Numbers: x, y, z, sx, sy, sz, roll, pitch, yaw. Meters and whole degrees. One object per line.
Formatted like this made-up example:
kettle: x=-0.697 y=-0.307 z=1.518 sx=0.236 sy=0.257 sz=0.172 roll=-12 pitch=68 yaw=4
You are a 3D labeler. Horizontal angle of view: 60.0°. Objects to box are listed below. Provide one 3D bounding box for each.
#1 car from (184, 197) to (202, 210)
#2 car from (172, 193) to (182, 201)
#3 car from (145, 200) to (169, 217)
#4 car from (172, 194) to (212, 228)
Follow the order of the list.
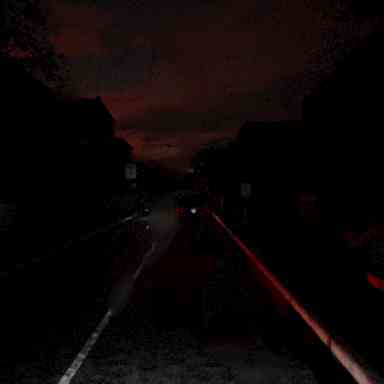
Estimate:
car: x=0.087 y=1.381 z=41.363 sx=2.128 sy=1.511 sz=4.902 roll=0 pitch=0 yaw=0
car: x=-3.224 y=1.093 z=71.453 sx=1.882 sy=1.535 sz=5.008 roll=0 pitch=1 yaw=0
car: x=-3.121 y=1.464 z=30.539 sx=2.033 sy=1.411 sz=5.357 roll=0 pitch=0 yaw=0
car: x=0.092 y=1.165 z=21.666 sx=2.150 sy=2.045 sz=5.566 roll=0 pitch=0 yaw=0
